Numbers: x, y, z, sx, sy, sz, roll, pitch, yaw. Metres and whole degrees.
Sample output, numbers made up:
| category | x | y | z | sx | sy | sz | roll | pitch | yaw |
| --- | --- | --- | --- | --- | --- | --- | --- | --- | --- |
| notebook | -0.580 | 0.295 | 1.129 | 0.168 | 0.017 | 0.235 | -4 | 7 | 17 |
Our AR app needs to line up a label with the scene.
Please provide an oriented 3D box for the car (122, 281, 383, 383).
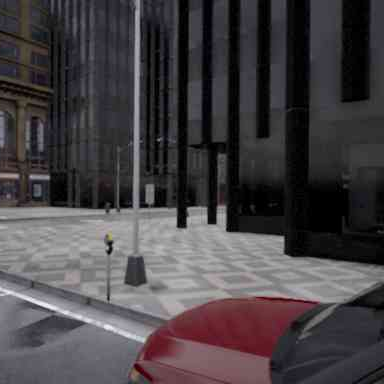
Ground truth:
| category | x | y | z | sx | sy | sz | roll | pitch | yaw |
| --- | --- | --- | --- | --- | --- | --- | --- | --- | --- |
| car | 1.808 | 1.319 | 1.675 | 5.009 | 1.841 | 2.192 | 0 | 1 | 35 |
